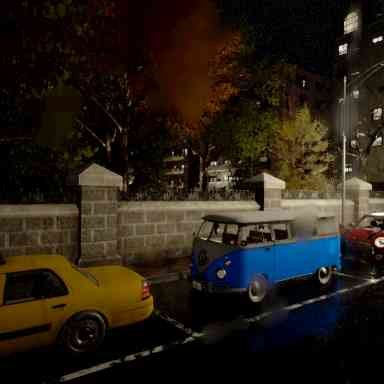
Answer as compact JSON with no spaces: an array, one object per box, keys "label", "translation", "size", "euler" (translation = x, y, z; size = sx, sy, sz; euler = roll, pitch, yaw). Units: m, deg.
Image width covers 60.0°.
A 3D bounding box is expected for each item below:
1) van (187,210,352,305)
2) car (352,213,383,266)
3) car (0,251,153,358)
[{"label":"van","translation":[1.806,1.343,7.840],"size":[3.998,1.788,1.690],"euler":[0,1,-36]},{"label":"car","translation":[6.374,1.442,11.103],"size":[4.097,1.590,1.967],"euler":[0,1,-36]},{"label":"car","translation":[-2.901,1.525,4.481],"size":[4.829,1.417,1.752],"euler":[0,1,-36]}]
